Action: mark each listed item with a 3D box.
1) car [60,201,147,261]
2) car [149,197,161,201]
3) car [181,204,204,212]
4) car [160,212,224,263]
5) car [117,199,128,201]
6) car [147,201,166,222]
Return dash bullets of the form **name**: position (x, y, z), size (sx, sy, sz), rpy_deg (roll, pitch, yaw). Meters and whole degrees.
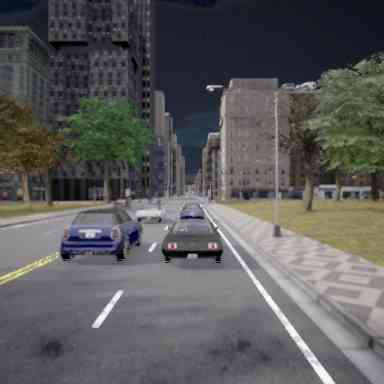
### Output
- **car**: position (-3.205, 1.391, 12.657), size (2.097, 1.767, 4.553), rpy_deg (0, 0, 1)
- **car**: position (-6.551, 1.716, 58.543), size (2.128, 1.511, 4.902), rpy_deg (0, 0, 1)
- **car**: position (0.046, 1.659, 27.932), size (1.994, 1.385, 4.181), rpy_deg (0, 0, 1)
- **car**: position (0.040, 1.639, 12.117), size (1.895, 1.301, 4.718), rpy_deg (0, 0, 1)
- **car**: position (-9.848, 1.696, 46.842), size (1.812, 1.442, 4.674), rpy_deg (0, 0, 0)
- **car**: position (-3.210, 1.693, 27.121), size (1.895, 1.301, 4.718), rpy_deg (0, 0, 1)
